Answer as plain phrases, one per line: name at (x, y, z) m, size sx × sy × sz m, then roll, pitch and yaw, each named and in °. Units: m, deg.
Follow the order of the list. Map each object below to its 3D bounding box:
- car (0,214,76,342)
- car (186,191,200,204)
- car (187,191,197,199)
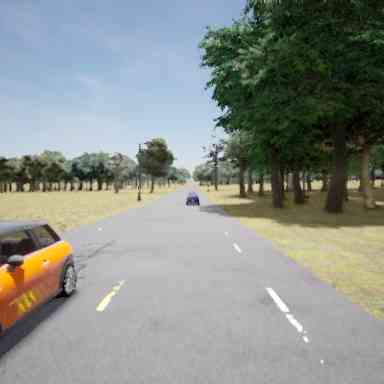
car at (-3.589, 1.330, 5.381) m, size 2.097 × 1.767 × 4.553 m, roll 0°, pitch 0°, yaw 0°
car at (0.124, 0.977, 48.518) m, size 1.882 × 1.535 × 5.008 m, roll 0°, pitch 1°, yaw 0°
car at (0.034, 0.600, 68.718) m, size 1.882 × 1.535 × 5.008 m, roll 0°, pitch 1°, yaw 0°
